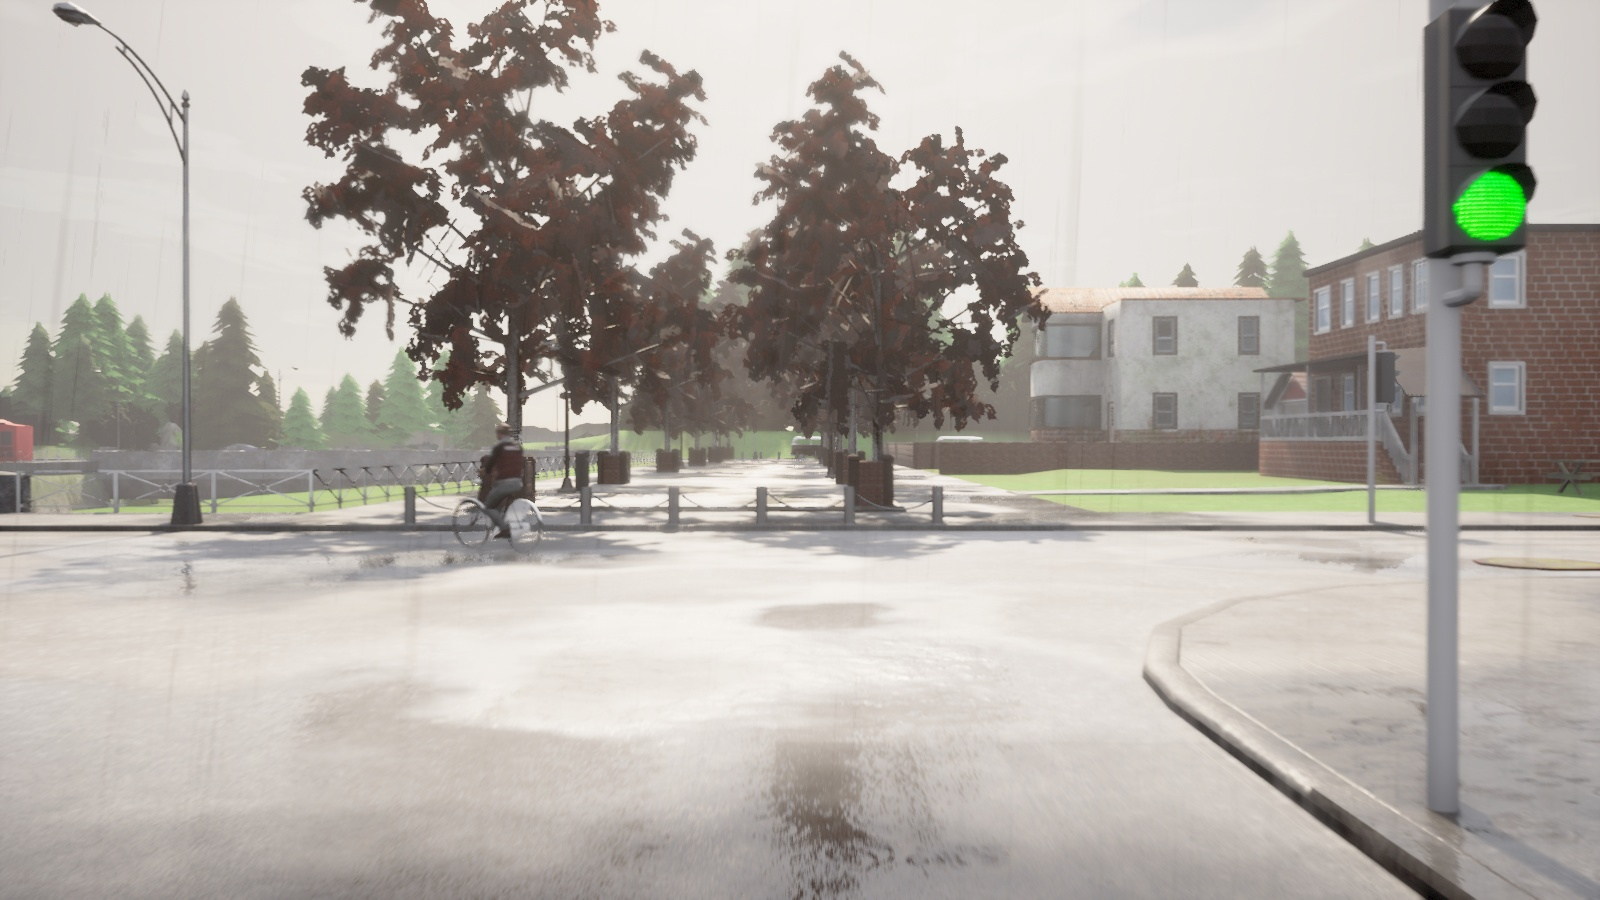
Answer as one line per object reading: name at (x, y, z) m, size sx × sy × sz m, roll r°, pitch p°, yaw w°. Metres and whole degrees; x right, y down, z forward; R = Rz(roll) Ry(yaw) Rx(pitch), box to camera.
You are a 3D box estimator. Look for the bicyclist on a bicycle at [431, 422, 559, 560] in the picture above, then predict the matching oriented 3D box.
bicyclist on a bicycle at (-4.158, 0.517, 17.070) m, size 1.843 × 1.776 × 0.659 m, roll 1°, pitch 2°, yaw 38°
